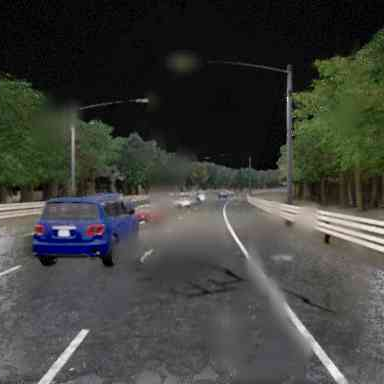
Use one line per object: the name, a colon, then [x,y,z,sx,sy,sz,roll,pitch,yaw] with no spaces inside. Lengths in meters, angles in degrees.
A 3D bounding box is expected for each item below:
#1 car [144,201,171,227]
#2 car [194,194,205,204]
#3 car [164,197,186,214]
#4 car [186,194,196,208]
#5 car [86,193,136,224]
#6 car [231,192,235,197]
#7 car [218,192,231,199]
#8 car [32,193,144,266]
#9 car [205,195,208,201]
car: [-2.835,1.518,22.358,1.895,1.301,4.718,0,0,3]
car: [0.342,1.144,54.738,2.128,1.511,4.902,0,1,8]
car: [-2.064,1.443,33.187,1.895,1.301,4.718,0,1,5]
car: [-1.004,1.348,43.994,1.895,1.301,4.718,0,1,6]
car: [-6.020,1.118,25.461,2.150,2.045,5.566,0,0,4]
car: [10.722,0.557,91.714,1.994,1.385,4.181,0,1,14]
car: [6.980,0.764,74.338,1.882,1.535,5.008,0,1,11]
car: [-3.315,1.180,11.509,2.150,2.045,5.566,0,0,2]
car: [1.979,1.084,65.472,1.812,1.442,4.674,0,1,9]
